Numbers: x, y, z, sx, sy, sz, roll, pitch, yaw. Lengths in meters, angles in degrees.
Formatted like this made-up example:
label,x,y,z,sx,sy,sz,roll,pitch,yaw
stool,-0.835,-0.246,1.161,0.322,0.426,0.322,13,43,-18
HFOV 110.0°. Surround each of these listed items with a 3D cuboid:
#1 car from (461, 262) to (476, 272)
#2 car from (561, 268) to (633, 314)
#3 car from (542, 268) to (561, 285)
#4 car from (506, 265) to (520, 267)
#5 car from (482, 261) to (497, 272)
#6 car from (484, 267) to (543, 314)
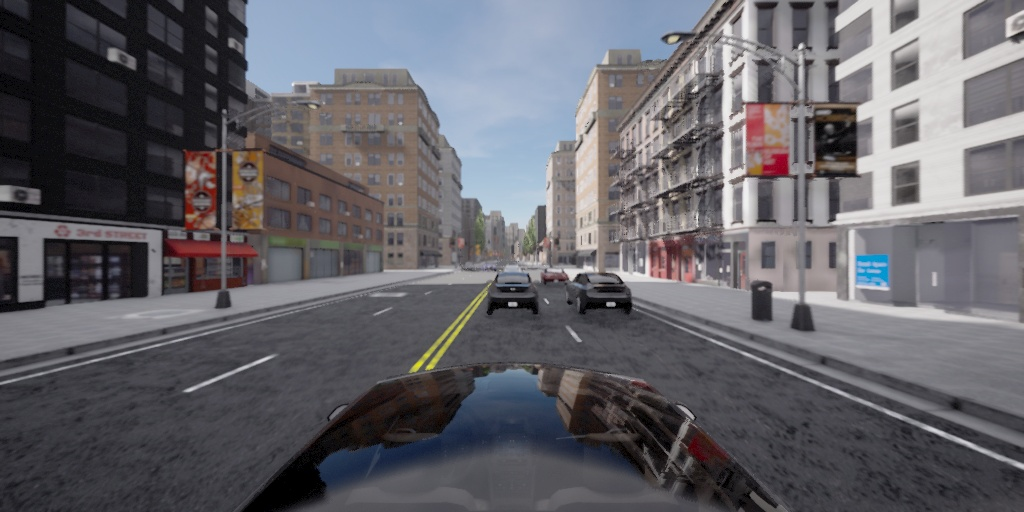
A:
label,x,y,z,sx,sy,sz,roll,pitch,yaw
car,-6.589,1.691,54.553,1.837,1.490,4.892,0,0,0
car,3.297,1.361,14.285,1.837,1.490,4.892,0,0,0
car,3.288,1.574,28.655,1.895,1.301,4.718,0,0,1
car,0.046,1.509,29.935,1.812,1.442,4.674,0,0,0
car,-3.335,1.540,54.311,2.097,1.767,4.553,0,-1,0
car,0.047,1.360,14.286,1.837,1.490,4.892,0,0,0
